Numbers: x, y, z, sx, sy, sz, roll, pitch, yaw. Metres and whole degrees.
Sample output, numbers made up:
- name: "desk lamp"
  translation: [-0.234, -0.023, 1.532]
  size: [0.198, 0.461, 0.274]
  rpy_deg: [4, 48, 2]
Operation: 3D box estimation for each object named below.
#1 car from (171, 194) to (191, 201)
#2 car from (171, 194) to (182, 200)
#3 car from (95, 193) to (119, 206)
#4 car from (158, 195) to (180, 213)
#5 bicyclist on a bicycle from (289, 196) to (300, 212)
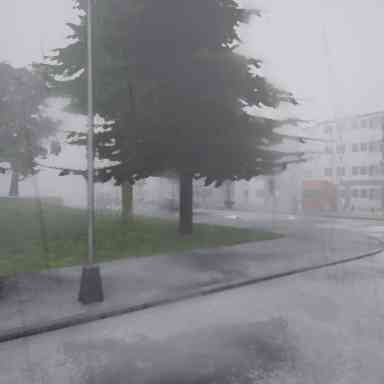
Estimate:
- name: "car"
  translation: [-2.753, 1.415, 84.891]
  size: [4.974, 1.542, 2.038]
  rpy_deg: [0, 0, -6]
- name: "car"
  translation: [-4.098, 1.170, 87.367]
  size: [1.845, 1.501, 3.633]
  rpy_deg: [0, 0, -24]
- name: "car"
  translation: [-13.395, 1.131, 52.315]
  size: [2.150, 2.045, 5.566]
  rpy_deg: [0, 0, -35]
- name: "car"
  translation: [-1.873, 1.398, 35.965]
  size: [1.837, 1.490, 4.892]
  rpy_deg: [0, 0, -35]
- name: "bicyclist on a bicycle"
  translation: [10.284, 1.198, 33.376]
  size: [1.656, 1.620, 0.582]
  rpy_deg: [-1, 0, -36]
